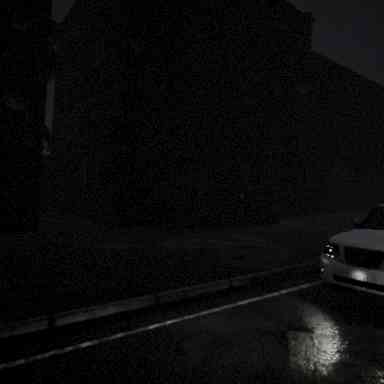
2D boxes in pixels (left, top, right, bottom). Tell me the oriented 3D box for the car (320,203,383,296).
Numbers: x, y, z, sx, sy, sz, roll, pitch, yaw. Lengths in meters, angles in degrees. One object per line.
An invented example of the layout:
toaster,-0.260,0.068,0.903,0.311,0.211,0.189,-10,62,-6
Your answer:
car,5.397,1.219,7.843,5.566,2.045,2.150,0,0,-36
